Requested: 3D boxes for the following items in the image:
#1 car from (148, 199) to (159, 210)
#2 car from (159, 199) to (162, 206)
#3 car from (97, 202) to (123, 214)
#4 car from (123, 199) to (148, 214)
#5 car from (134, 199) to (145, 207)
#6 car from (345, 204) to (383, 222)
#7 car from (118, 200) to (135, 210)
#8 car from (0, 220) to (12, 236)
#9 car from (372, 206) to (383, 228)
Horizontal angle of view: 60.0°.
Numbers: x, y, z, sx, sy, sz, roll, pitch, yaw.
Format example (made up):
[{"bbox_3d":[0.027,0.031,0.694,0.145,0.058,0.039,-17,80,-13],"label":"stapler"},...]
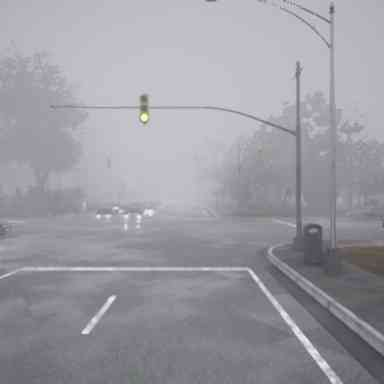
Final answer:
[{"bbox_3d":[-7.147,2.135,55.162,2.128,1.511,4.902,0,-1,0],"label":"car"},{"bbox_3d":[-7.411,2.234,70.528,1.882,1.535,5.008,0,0,-2],"label":"car"},{"bbox_3d":[-10.612,2.057,42.571,2.033,1.411,5.357,0,-1,0],"label":"car"},{"bbox_3d":[-7.114,2.010,42.318,1.837,1.490,4.892,0,0,0],"label":"car"},{"bbox_3d":[-10.860,2.247,69.168,1.837,1.490,4.892,0,0,-2],"label":"car"},{"bbox_3d":[16.341,1.851,29.946,4.902,1.511,2.128,0,-1,-3],"label":"car"},{"bbox_3d":[-10.641,2.163,54.415,1.812,1.442,4.674,0,0,-1],"label":"car"},{"bbox_3d":[-12.151,1.741,17.708,4.674,1.442,1.812,0,-1,-3],"label":"car"},{"bbox_3d":[13.564,1.724,19.171,4.902,1.511,2.128,0,-1,-3],"label":"car"}]
